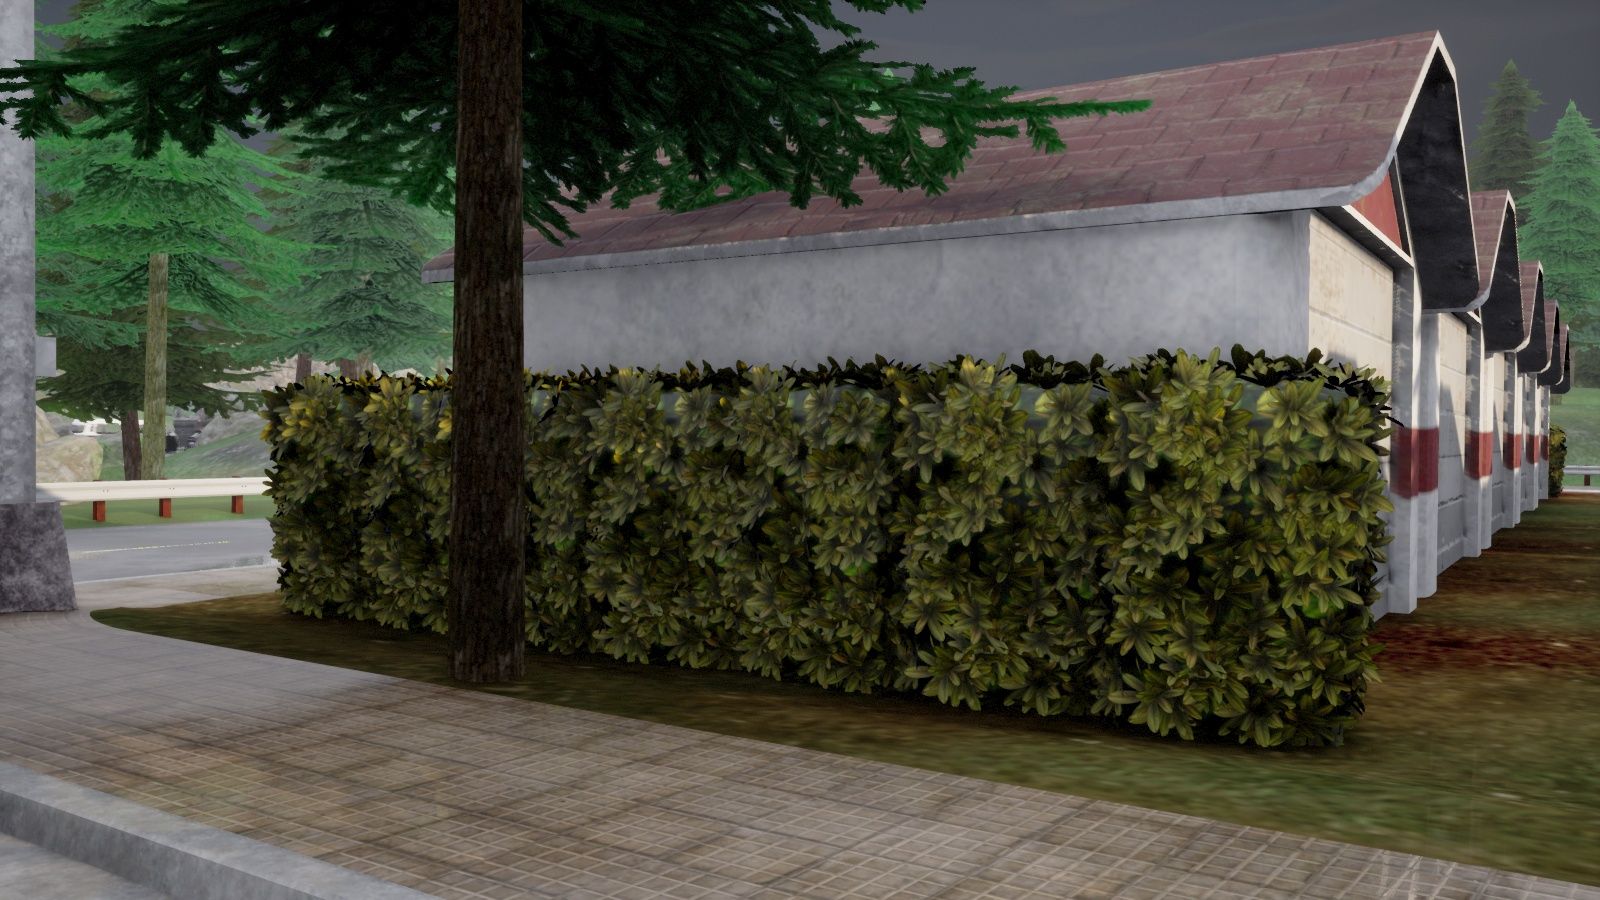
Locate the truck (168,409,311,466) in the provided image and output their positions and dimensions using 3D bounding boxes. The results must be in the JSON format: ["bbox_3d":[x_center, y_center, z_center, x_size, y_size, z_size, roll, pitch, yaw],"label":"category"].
[{"bbox_3d":[-35.355,-0.820,79.528,2.891,3.462,7.936,0,1,34],"label":"truck"}]

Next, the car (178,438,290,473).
[{"bbox_3d":[-28.814,0.243,64.100,2.033,1.649,4.856,0,1,34],"label":"car"}]

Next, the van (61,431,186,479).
[{"bbox_3d":[-30.020,0.159,55.858,2.069,2.038,4.480,1,1,31],"label":"van"}]
